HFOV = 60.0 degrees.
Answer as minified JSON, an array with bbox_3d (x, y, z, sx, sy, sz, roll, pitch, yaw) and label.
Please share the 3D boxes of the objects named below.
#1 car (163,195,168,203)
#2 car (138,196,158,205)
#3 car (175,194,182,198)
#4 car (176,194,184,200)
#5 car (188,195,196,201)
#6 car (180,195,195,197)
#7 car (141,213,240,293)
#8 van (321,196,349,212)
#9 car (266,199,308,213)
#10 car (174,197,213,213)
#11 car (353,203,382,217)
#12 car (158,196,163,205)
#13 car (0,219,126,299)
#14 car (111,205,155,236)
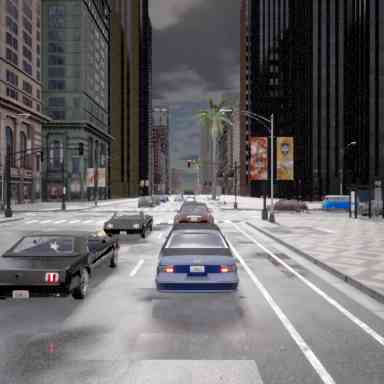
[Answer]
[{"bbox_3d":[-6.542,1.481,69.029,1.882,1.535,5.008,0,0,0],"label":"car"},{"bbox_3d":[-6.621,1.354,48.840,2.097,1.767,4.553,0,0,0],"label":"car"},{"bbox_3d":[-3.300,1.521,80.429,1.812,1.442,4.674,0,0,0],"label":"car"},{"bbox_3d":[-3.306,1.316,90.433,1.882,1.535,5.008,0,0,0],"label":"car"},{"bbox_3d":[-0.053,1.545,85.014,2.033,1.411,5.357,0,0,0],"label":"car"},{"bbox_3d":[-0.195,1.549,49.442,2.033,1.411,5.357,0,0,4],"label":"car"},{"bbox_3d":[0.097,1.547,8.991,2.033,1.411,5.357,0,0,0],"label":"car"},{"bbox_3d":[17.043,1.315,38.172,3.998,1.788,1.690,0,0,0],"label":"van"},{"bbox_3d":[9.999,1.511,35.718,4.674,1.442,1.812,0,0,4],"label":"car"},{"bbox_3d":[0.109,1.352,18.435,2.097,1.767,4.553,0,0,0],"label":"car"},{"bbox_3d":[17.053,1.549,29.648,4.403,1.369,2.008,0,0,0],"label":"car"},{"bbox_3d":[-6.613,1.505,58.067,1.837,1.490,4.892,0,0,0],"label":"car"},{"bbox_3d":[-3.154,1.600,8.362,1.895,1.301,4.718,0,0,0],"label":"car"},{"bbox_3d":[-3.165,1.600,17.530,1.895,1.301,4.718,0,0,0],"label":"car"}]
